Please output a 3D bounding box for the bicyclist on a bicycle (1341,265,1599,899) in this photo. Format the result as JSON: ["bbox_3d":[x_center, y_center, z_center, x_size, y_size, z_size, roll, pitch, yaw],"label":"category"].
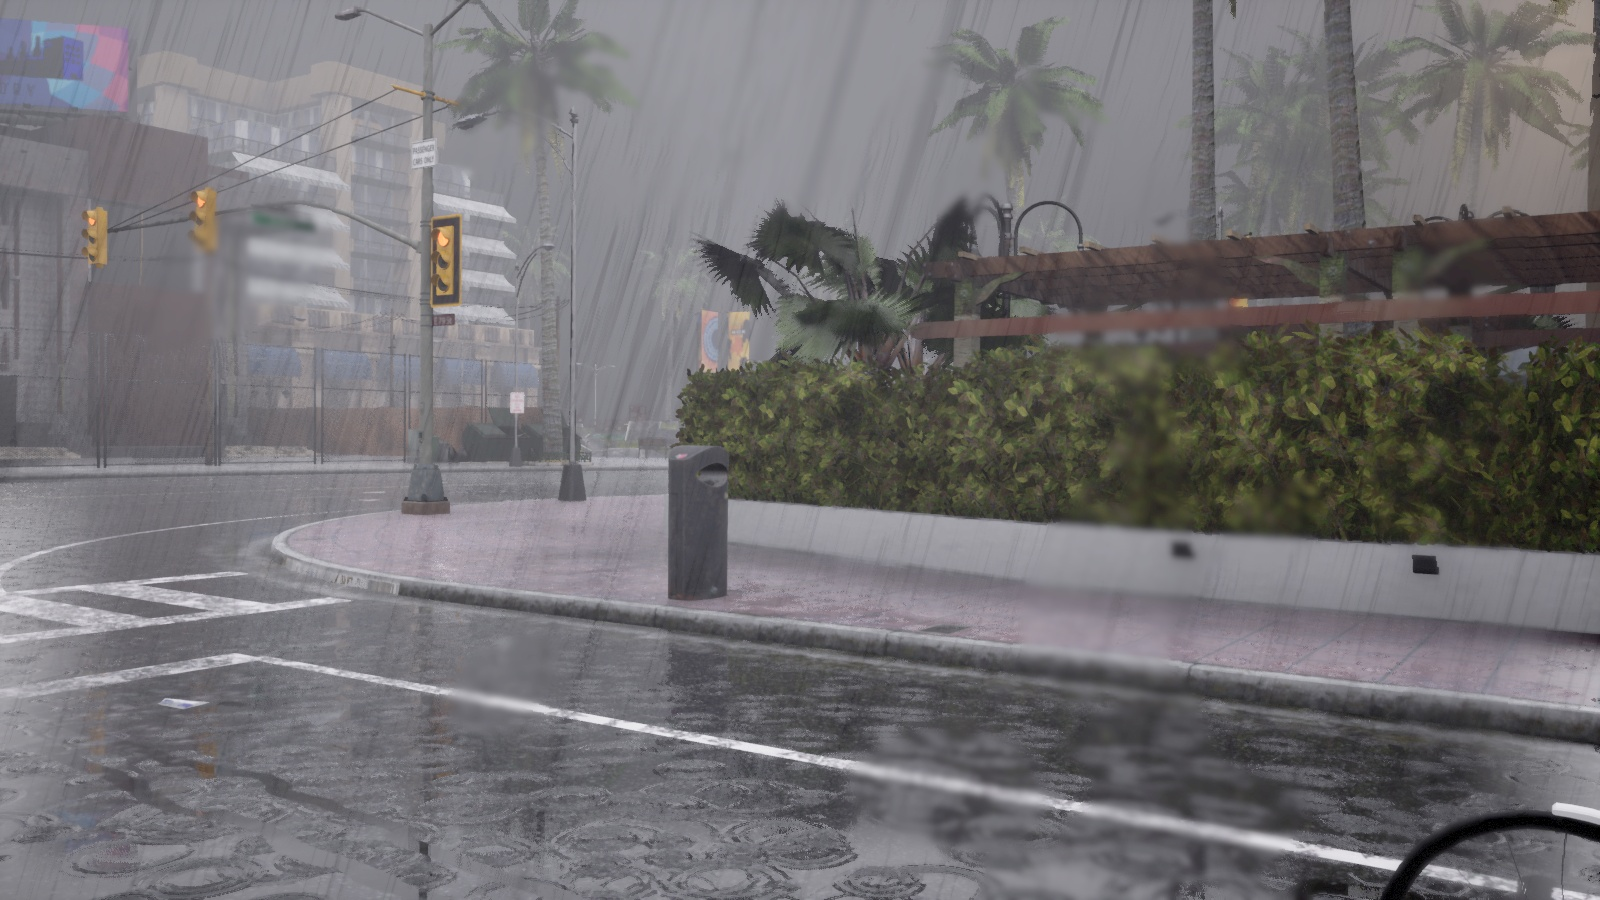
[{"bbox_3d":[2.029,0.553,2.267,1.843,1.776,0.659,0,1,34],"label":"bicyclist on a bicycle"}]
